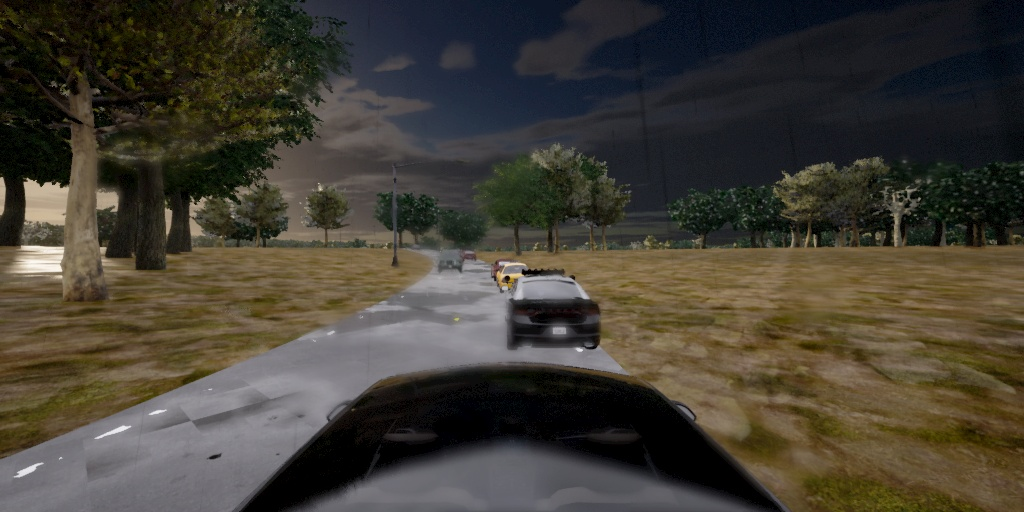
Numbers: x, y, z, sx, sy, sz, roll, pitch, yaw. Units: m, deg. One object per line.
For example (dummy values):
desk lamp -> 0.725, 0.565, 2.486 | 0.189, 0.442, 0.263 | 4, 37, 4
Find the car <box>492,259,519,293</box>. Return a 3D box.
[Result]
car -> 0.120, 1.017, 19.309 | 1.801, 1.575, 5.366 | -2, 2, -5

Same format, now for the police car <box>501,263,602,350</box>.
police car -> 0.777, 1.143, 9.146 | 1.930, 1.638, 5.238 | 0, 0, -2

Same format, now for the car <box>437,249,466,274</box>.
car -> -5.579, 0.448, 32.597 | 2.150, 2.045, 5.566 | 0, 2, -9

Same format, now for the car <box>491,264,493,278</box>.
car -> -0.464, 0.930, 25.167 | 1.812, 1.442, 4.674 | -1, 1, -7

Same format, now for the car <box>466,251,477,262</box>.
car -> -6.215, -0.035, 51.198 | 1.882, 1.535, 5.008 | 0, 2, -14
